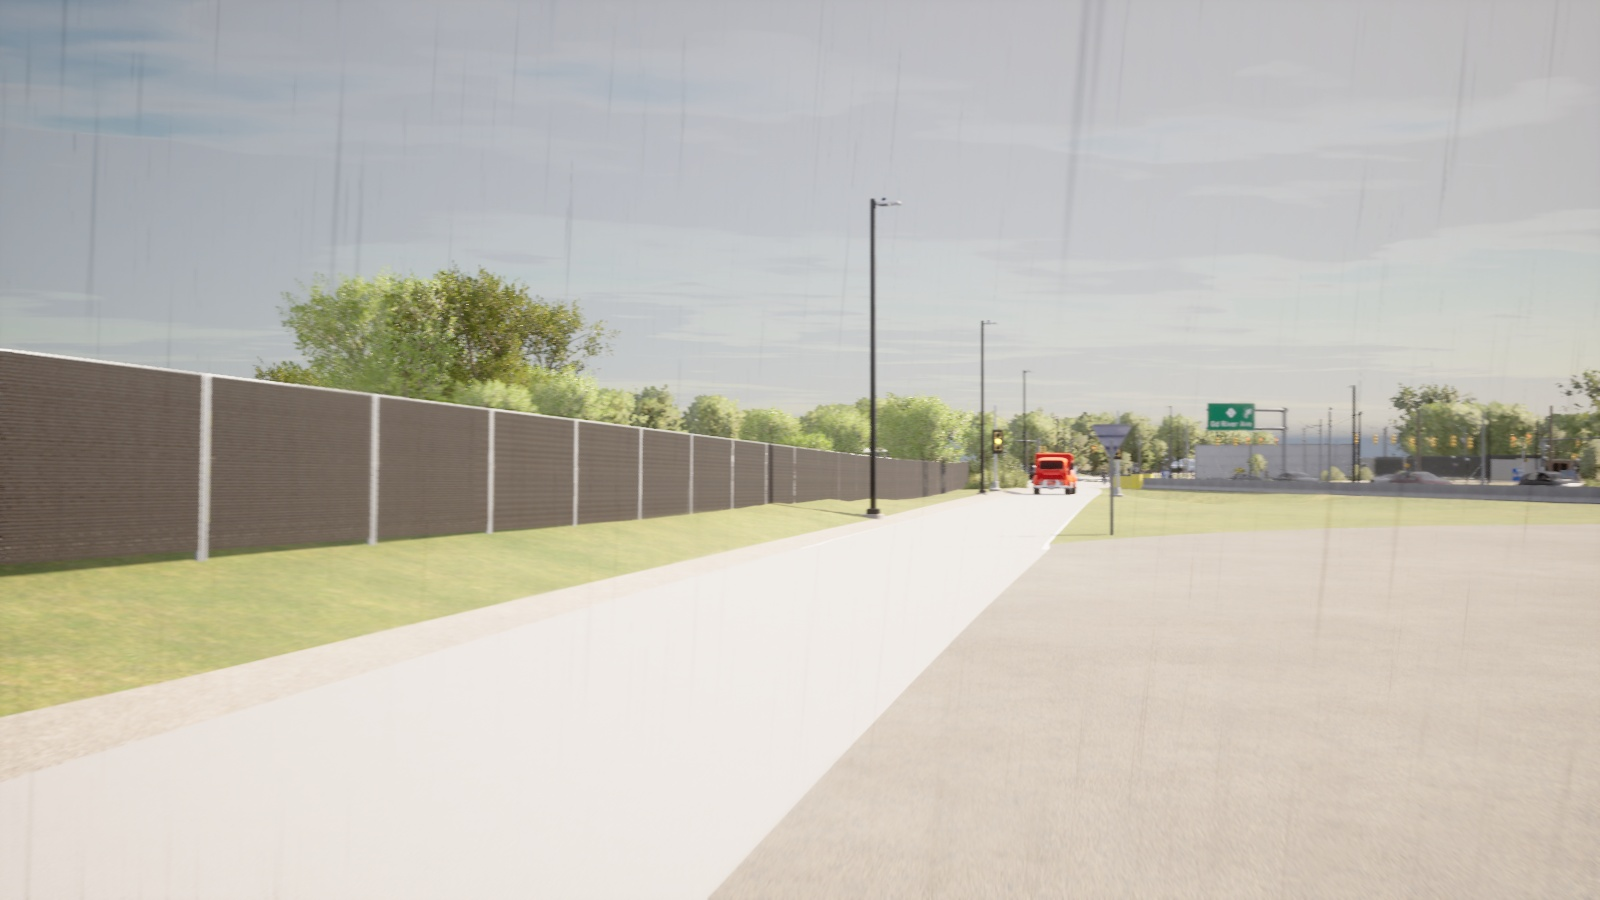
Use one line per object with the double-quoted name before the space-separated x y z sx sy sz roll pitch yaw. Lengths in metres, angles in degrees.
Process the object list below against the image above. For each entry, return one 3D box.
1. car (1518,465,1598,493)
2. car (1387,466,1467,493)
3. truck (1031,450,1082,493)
"car" 45.527 1.719 75.535 1.851 1.617 3.988 -1 -1 -12
"car" 40.662 1.897 81.566 2.033 1.649 4.856 -1 -1 -12
"truck" 15.346 1.307 74.903 2.627 2.467 5.204 0 -1 15
